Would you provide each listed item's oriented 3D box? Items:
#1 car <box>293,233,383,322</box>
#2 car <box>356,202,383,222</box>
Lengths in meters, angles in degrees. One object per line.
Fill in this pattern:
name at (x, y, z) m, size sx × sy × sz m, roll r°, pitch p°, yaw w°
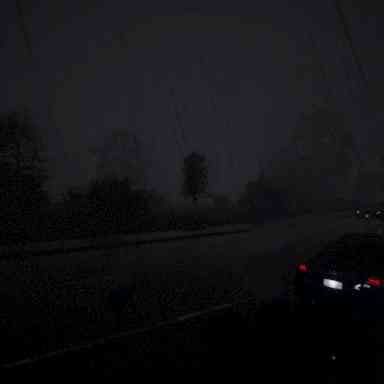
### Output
car at (4.018, 1.569, 7.029) m, size 4.181 × 1.385 × 1.994 m, roll 0°, pitch 0°, yaw -39°
car at (14.768, 1.533, 26.776) m, size 1.812 × 1.442 × 4.674 m, roll 0°, pitch 0°, yaw 43°
